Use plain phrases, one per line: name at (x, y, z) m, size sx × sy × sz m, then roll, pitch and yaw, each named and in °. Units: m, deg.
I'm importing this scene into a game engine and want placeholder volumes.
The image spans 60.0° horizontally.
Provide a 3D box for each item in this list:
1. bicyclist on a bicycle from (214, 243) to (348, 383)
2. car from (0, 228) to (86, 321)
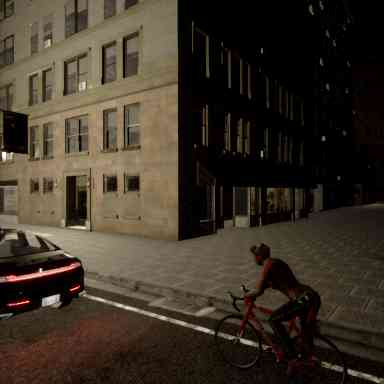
bicyclist on a bicycle at (0.968, 1.453, 3.972) m, size 1.656 × 1.620 × 0.582 m, roll 0°, pitch 0°, yaw 36°
car at (-4.184, 1.492, 6.666) m, size 4.902 × 1.511 × 2.128 m, roll 0°, pitch 0°, yaw 36°
